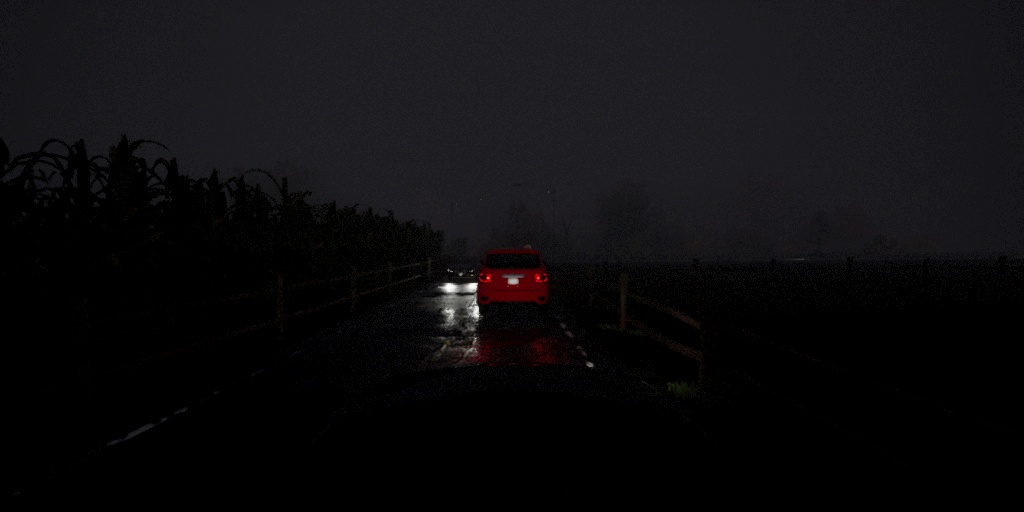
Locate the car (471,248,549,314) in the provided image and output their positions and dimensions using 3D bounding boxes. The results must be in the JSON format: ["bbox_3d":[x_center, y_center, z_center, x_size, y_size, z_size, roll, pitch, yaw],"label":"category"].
[{"bbox_3d":[0.032,0.715,12.606,2.150,2.045,5.566,0,2,0],"label":"car"}]

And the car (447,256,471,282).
[{"bbox_3d":[-2.948,0.750,22.948,1.837,1.490,4.892,0,1,0],"label":"car"}]
